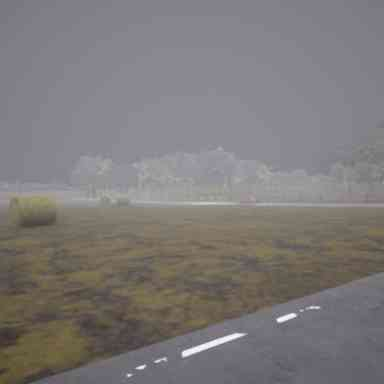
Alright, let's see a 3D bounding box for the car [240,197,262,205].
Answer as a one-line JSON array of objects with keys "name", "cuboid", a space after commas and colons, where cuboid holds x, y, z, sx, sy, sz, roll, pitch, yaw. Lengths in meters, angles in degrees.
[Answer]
[{"name": "car", "cuboid": [10.704, 1.556, 60.662, 1.994, 1.385, 4.181, -3, 1, -35]}]
